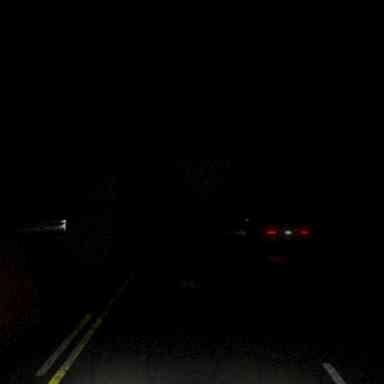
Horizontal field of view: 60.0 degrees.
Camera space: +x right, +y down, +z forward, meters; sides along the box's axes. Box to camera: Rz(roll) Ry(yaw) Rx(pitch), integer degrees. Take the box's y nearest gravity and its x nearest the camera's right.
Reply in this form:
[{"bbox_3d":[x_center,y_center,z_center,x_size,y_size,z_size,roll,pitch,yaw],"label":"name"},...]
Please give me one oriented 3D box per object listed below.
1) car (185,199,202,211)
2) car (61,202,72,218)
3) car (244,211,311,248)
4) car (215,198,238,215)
[{"bbox_3d":[0.112,1.606,42.314,1.812,1.442,4.674,0,0,0],"label":"car"},{"bbox_3d":[-10.592,1.551,31.167,2.128,1.511,4.902,0,0,0],"label":"car"},{"bbox_3d":[3.602,1.576,14.934,2.033,1.411,5.357,0,0,0],"label":"car"},{"bbox_3d":[3.605,1.419,35.412,2.097,1.767,4.553,0,0,0],"label":"car"}]
